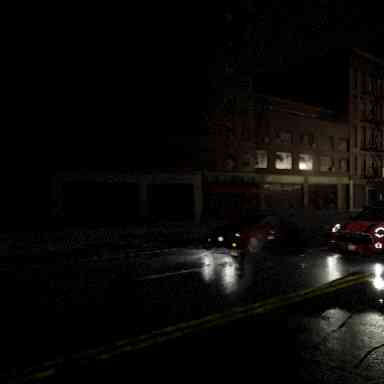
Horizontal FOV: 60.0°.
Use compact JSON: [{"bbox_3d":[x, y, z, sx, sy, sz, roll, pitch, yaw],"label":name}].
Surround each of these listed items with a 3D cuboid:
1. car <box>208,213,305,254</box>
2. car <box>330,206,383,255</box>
[{"bbox_3d":[2.696,1.568,13.589,4.181,1.385,1.994,0,0,-35],"label":"car"},{"bbox_3d":[7.436,1.360,12.978,4.553,1.767,2.097,0,0,-35],"label":"car"}]
